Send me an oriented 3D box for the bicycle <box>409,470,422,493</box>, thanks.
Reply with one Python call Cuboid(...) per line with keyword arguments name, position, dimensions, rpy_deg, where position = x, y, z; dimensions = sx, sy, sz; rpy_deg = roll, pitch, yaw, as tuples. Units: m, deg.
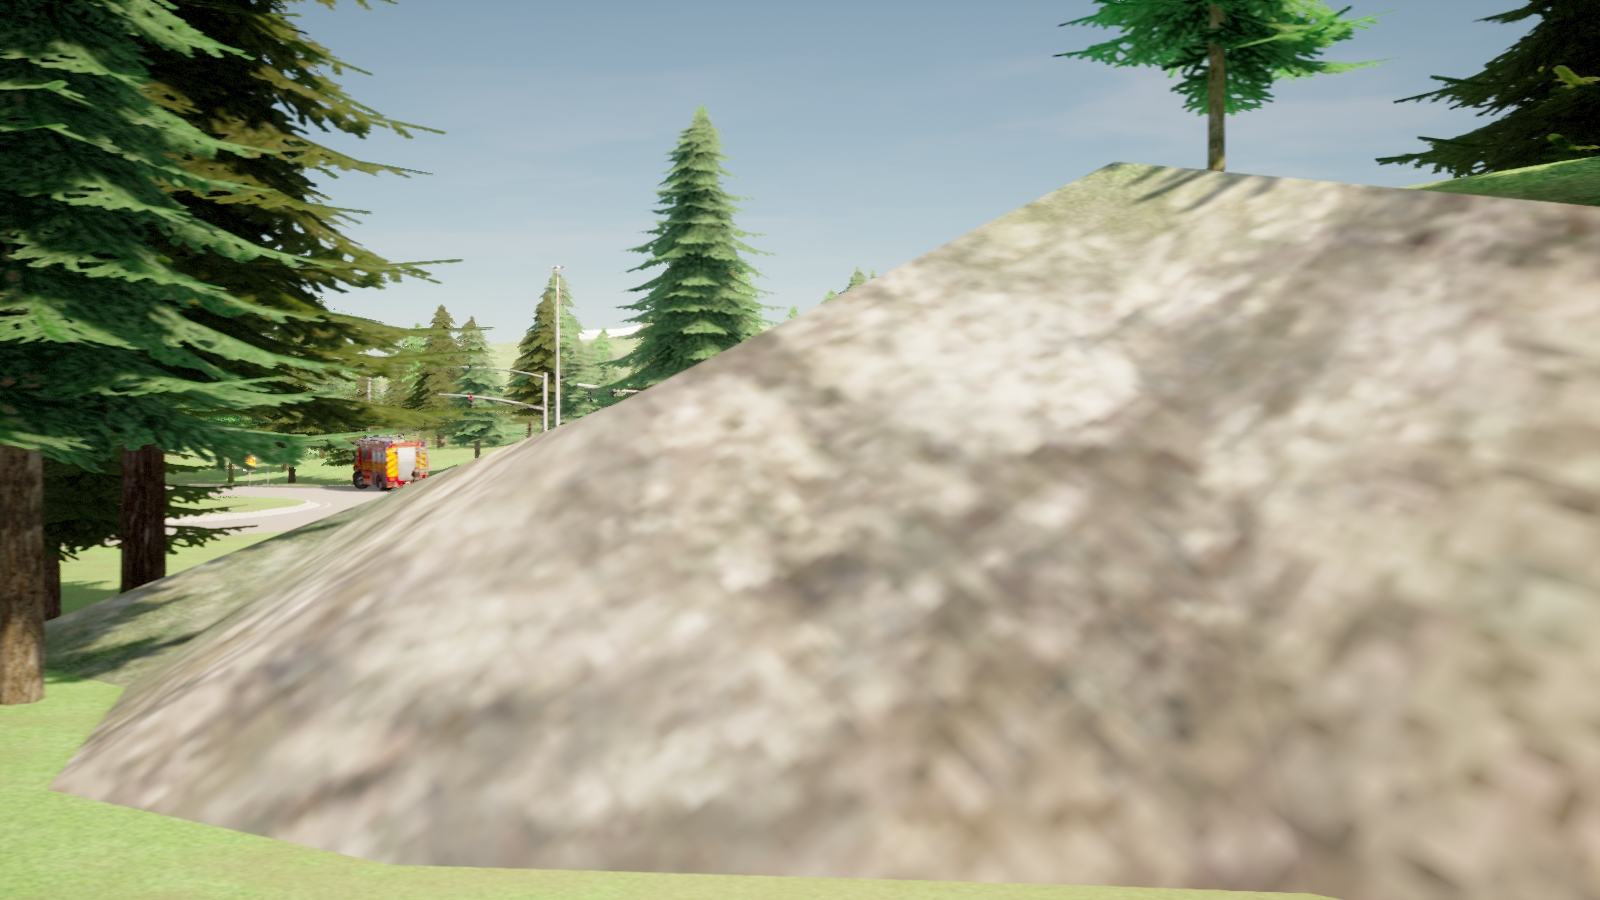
Cuboid(name="bicycle", position=(-25.007, 2.052, 74.247), dimensions=(0.329, 1.471, 1.835), rpy_deg=(0, 0, -34))
